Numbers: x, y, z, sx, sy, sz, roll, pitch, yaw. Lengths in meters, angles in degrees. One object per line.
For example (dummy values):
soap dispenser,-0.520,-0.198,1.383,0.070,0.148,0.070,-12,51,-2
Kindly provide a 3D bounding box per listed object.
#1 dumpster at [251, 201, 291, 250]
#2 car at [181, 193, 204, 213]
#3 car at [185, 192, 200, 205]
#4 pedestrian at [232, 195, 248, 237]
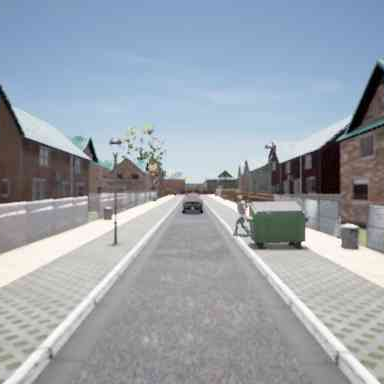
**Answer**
dumpster,2.987,1.224,12.800,1.020,1.700,1.940,-1,-1,0
car,0.069,1.096,30.979,1.837,1.490,4.892,0,1,0
car,0.071,0.866,46.115,1.882,1.535,5.008,0,1,0
pedestrian,2.042,0.953,14.141,0.375,1.860,0.375,1,-1,-6
